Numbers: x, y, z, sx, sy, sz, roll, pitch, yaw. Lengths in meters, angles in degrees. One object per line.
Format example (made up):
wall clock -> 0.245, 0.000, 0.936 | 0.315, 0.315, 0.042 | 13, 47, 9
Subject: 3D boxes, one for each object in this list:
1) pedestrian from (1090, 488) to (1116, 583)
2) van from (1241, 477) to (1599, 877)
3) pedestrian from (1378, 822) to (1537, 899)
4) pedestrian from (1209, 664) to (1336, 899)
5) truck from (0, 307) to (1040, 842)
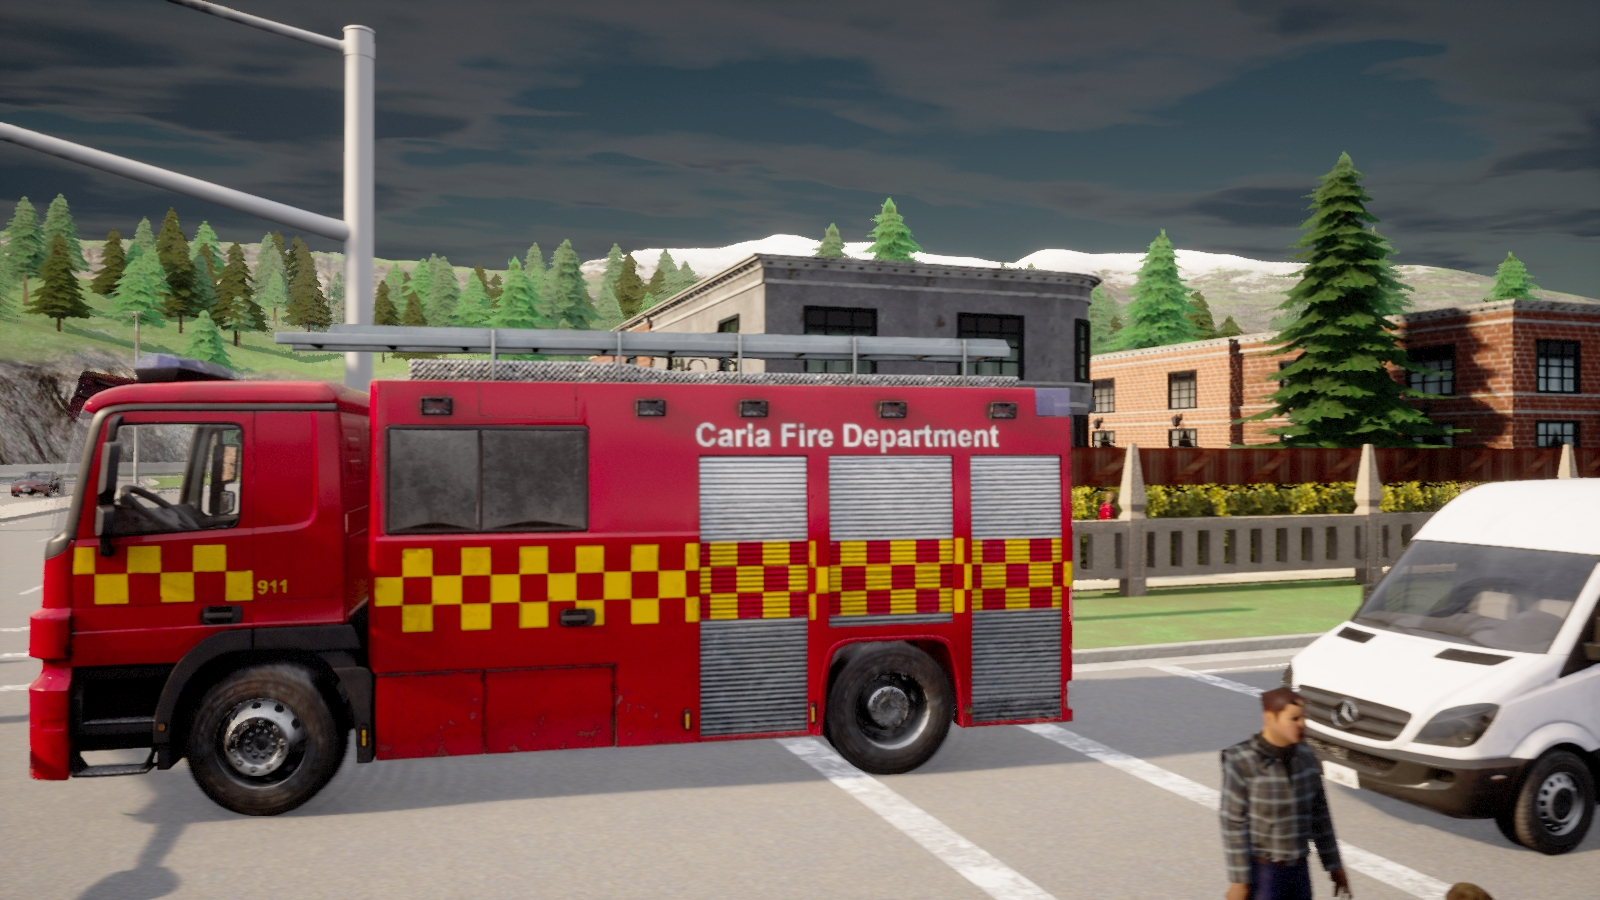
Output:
pedestrian -> 6.055, 1.698, 22.838 | 0.375, 1.860, 0.375 | 0, 0, -16
van -> 6.750, 1.536, 9.476 | 5.915, 2.561, 1.988 | 0, 0, -20
pedestrian -> 2.520, 2.155, 4.394 | 0.375, 1.300, 0.375 | 0, 0, -17
pedestrian -> 2.132, 1.942, 5.169 | 0.375, 1.860, 0.375 | 0, 0, -19
truck -> -2.358, 0.890, 10.434 | 8.468, 3.827, 2.891 | 0, 0, -13
